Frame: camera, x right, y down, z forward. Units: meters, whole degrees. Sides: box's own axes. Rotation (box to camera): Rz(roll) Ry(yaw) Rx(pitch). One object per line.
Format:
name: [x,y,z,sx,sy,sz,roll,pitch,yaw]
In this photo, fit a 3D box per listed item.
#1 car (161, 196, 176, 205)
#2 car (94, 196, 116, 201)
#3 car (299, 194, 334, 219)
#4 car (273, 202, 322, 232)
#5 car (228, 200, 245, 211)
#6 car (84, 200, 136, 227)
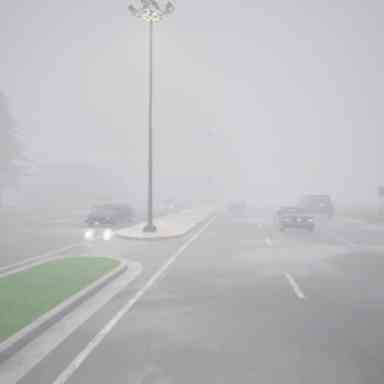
car: [-3.926,1.380,56.634,1.882,1.535,5.008,0,0,9]
car: [-10.163,1.251,38.486,2.097,1.767,4.553,0,0,8]
car: [11.015,1.231,29.903,2.150,2.045,5.566,0,0,8]
car: [6.076,1.547,20.240,2.033,1.411,5.357,0,0,8]
car: [5.310,1.571,39.323,1.895,1.301,4.718,0,0,8]
car: [-5.389,1.490,22.728,2.033,1.411,5.357,0,0,8]
